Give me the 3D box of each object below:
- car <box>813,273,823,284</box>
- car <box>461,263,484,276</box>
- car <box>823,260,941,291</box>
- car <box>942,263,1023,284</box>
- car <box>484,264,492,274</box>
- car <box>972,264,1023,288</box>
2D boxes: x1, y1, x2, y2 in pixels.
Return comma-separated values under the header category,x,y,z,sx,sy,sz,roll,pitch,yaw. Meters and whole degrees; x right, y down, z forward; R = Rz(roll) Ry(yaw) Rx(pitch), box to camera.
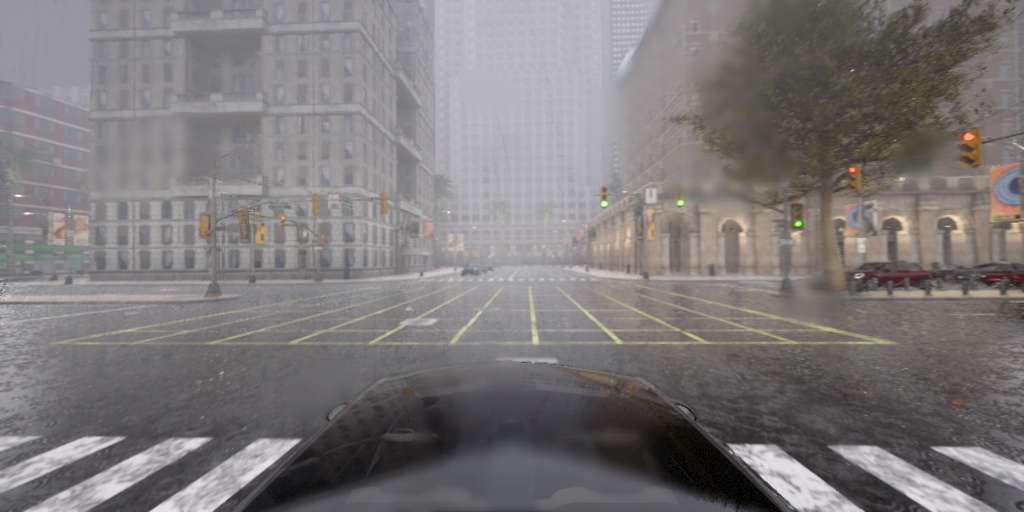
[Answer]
category,x,y,z,sx,sy,sz,roll,pitch,yaw
car,24.170,1.405,25.166,4.718,1.301,1.895,-1,-1,3
car,-5.270,1.695,46.838,2.097,1.767,4.553,-1,-1,2
car,22.269,1.133,21.749,4.553,1.767,2.097,-1,-1,3
car,33.483,1.217,24.753,4.892,1.490,1.837,-1,-1,2
car,-4.869,1.940,55.873,2.128,1.511,4.902,-1,-1,3
car,31.251,1.293,21.348,4.718,1.301,1.895,-1,-1,2
